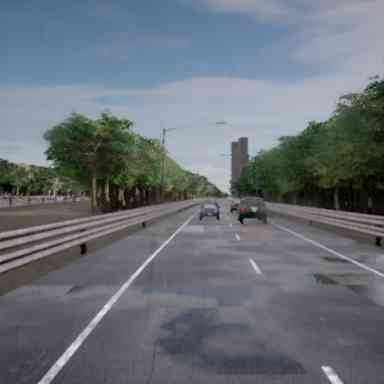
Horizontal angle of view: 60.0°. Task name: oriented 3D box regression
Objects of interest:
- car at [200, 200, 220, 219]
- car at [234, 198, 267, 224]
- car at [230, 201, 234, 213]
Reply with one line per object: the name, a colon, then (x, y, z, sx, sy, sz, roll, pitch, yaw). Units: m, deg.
car: (1.725, 1.819, 32.166, 1.812, 1.442, 4.674, 0, 0, 4)
car: (4.927, 1.498, 27.819, 2.150, 2.045, 5.566, 0, -1, 5)
car: (5.913, 1.906, 42.960, 1.882, 1.535, 5.008, 0, 0, 4)
